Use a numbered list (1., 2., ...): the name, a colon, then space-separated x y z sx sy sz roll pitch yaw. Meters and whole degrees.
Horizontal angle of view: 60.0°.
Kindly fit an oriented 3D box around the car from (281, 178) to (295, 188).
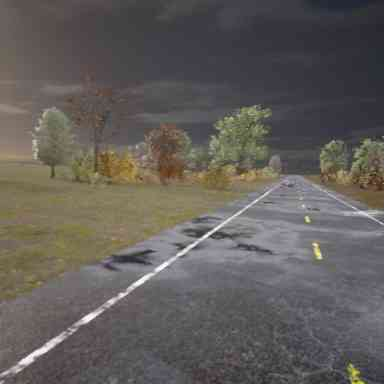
1. car: 15.871 -1.506 55.147 2.128 1.511 4.902 4 4 17
